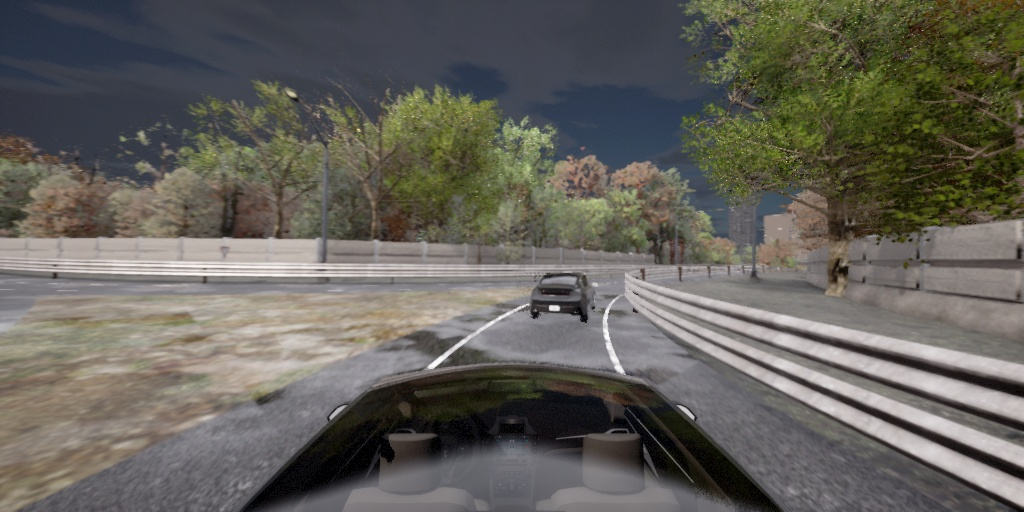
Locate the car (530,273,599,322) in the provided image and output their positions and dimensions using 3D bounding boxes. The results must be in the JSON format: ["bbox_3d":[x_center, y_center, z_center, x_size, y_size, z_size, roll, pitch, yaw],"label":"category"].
[{"bbox_3d":[1.973,1.341,12.988,1.837,1.490,4.892,0,-1,17],"label":"car"}]
